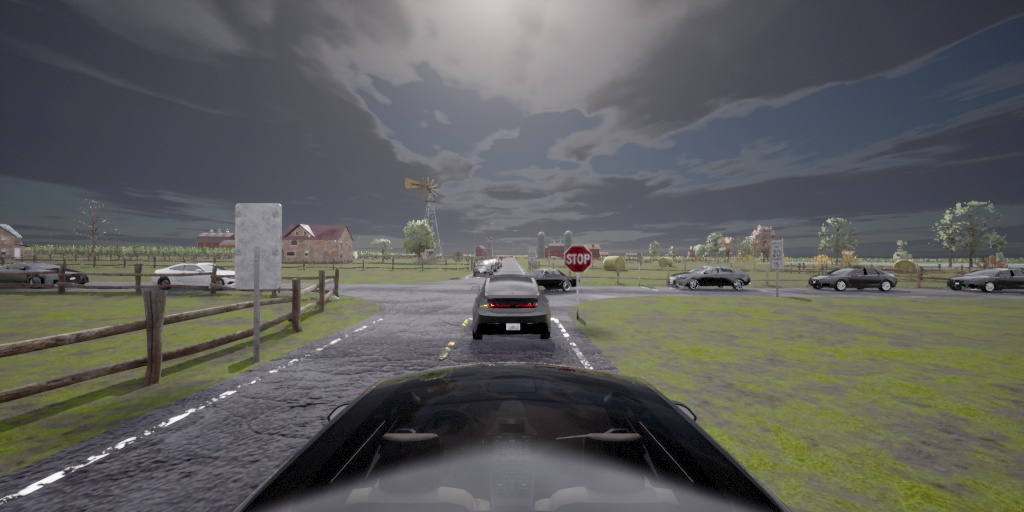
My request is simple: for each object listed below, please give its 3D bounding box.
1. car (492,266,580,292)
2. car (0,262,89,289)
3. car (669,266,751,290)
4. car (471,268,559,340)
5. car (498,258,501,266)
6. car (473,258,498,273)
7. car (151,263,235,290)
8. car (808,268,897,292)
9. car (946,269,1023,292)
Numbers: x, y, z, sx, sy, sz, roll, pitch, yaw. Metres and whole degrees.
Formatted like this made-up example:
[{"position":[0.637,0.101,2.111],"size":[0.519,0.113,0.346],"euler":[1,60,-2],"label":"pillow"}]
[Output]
[{"position":[1.494,1.369,20.077],"size":[4.718,1.301,1.895],"euler":[1,0,-35],"label":"car"},{"position":[-26.369,1.048,19.858],"size":[4.181,1.385,1.994],"euler":[1,-1,-1],"label":"car"},{"position":[12.792,1.396,23.309],"size":[4.902,1.511,2.128],"euler":[1,-1,-2],"label":"car"},{"position":[-0.076,1.256,10.031],"size":[1.837,1.490,4.892],"euler":[0,0,-2],"label":"car"},{"position":[-2.865,1.241,46.162],"size":[2.128,1.511,4.902],"euler":[0,0,0],"label":"car"},{"position":[-2.870,1.243,36.717],"size":[2.128,1.511,4.902],"euler":[0,0,0],"label":"car"},{"position":[-17.249,1.104,19.982],"size":[4.674,1.442,1.812],"euler":[1,-1,-1],"label":"car"},{"position":[22.194,1.499,23.483],"size":[4.892,1.490,1.837],"euler":[1,-1,-1],"label":"car"},{"position":[31.696,1.587,23.606],"size":[4.892,1.490,1.837],"euler":[1,-1,-1],"label":"car"}]
